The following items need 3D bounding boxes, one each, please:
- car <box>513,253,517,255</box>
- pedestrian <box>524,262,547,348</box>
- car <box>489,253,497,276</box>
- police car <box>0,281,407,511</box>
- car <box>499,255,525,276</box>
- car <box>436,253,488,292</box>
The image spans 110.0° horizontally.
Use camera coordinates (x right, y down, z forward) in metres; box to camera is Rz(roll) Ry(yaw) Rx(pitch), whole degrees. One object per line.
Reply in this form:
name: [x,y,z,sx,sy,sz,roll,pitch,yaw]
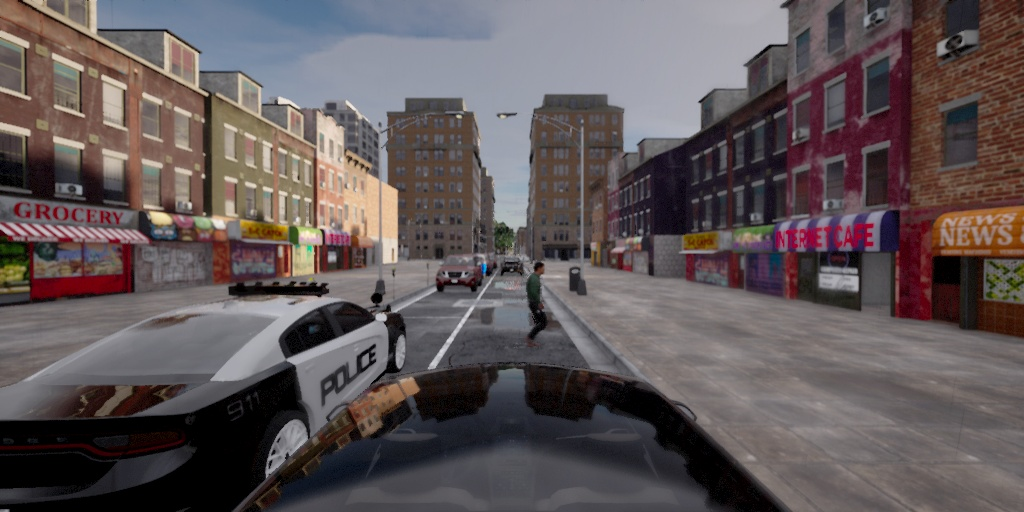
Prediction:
car: [-0.083,0.638,45.371,1.882,1.535,5.008,0,1,0]
pedestrian: [0.503,0.959,7.466,0.375,1.860,0.375,0,1,0]
car: [-2.739,0.663,30.482,2.192,1.841,5.009,0,0,0]
police car: [-2.758,1.135,4.445,1.930,1.638,5.238,0,1,0]
car: [-0.020,0.851,30.356,1.837,1.490,4.892,0,0,0]
car: [-2.698,0.813,19.256,2.192,1.841,5.009,0,0,0]
